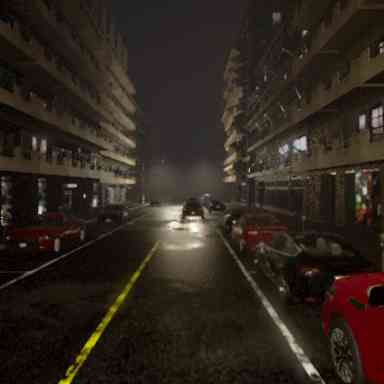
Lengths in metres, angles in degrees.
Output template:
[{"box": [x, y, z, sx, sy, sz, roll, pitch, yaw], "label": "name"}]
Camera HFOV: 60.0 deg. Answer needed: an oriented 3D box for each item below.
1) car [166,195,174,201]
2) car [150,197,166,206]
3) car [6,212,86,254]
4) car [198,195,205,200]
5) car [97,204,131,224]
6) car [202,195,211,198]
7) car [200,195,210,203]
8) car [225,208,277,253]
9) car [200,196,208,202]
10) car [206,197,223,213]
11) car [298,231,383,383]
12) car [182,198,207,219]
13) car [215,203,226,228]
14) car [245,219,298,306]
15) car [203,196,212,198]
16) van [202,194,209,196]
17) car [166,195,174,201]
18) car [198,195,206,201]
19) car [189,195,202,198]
[{"box": [-5.710, 1.499, 87.111, 1.947, 1.339, 4.313, -1, 0, 0], "label": "car"}, {"box": [-5.707, 1.528, 53.121, 2.008, 1.369, 4.403, -1, 0, 0], "label": "car"}, {"box": [-5.704, 1.543, 13.465, 1.887, 1.381, 4.507, -1, 0, 0], "label": "car"}, {"box": [2.670, 1.469, 92.830, 1.887, 1.381, 4.507, -1, 0, 0], "label": "car"}, {"box": [-5.705, 1.560, 24.796, 1.947, 1.339, 4.313, -1, 0, 0], "label": "car"}, {"box": [2.674, 1.564, 47.513, 1.802, 1.307, 4.206, -1, 0, 0], "label": "car"}, {"box": [2.670, 1.397, 70.171, 1.967, 1.590, 4.097, -1, 0, 0], "label": "car"}, {"box": [2.643, 1.543, 13.526, 1.887, 1.381, 4.507, -1, 0, 0], "label": "car"}, {"box": [2.672, 1.531, 75.836, 1.802, 1.307, 4.206, -1, 0, 0], "label": "car"}, {"box": [2.676, 1.555, 36.183, 1.947, 1.339, 4.313, -1, 0, 0], "label": "car"}, {"box": [2.640, 1.315, 2.197, 2.192, 1.841, 5.009, -1, 0, 0], "label": "car"}, {"box": [0.093, 1.518, 29.000, 1.812, 1.442, 4.674, 0, 0, 0], "label": "car"}, {"box": [2.648, 1.563, 19.190, 1.947, 1.339, 4.313, -1, 0, 0], "label": "car"}, {"box": [2.644, 1.566, 7.861, 1.947, 1.339, 4.313, -1, 0, 0], "label": "car"}, {"box": [2.674, 1.537, 41.848, 2.008, 1.369, 4.403, -1, 0, 0], "label": "car"}, {"box": [2.669, 1.313, 58.841, 1.690, 1.788, 3.998, -1, 0, 0], "label": "van"}, {"box": [-5.710, 1.467, 81.274, 1.752, 1.417, 4.829, -1, 0, 0], "label": "car"}, {"box": [2.670, 1.478, 87.165, 1.887, 1.381, 4.507, -1, 0, 0], "label": "car"}, {"box": [0.096, 1.488, 45.984, 1.837, 1.490, 4.892, 0, 0, 0], "label": "car"}]
